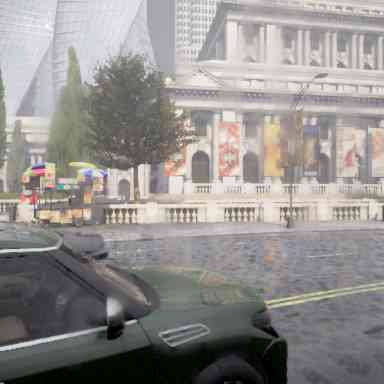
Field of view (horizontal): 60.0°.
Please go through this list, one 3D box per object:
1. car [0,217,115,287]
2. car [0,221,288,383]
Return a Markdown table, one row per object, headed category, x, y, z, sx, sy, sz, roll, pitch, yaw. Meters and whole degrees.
| category | x | y | z | sx | sy | sz | roll | pitch | yaw |
| --- | --- | --- | --- | --- | --- | --- | --- | --- | --- |
| car | -5.002 | 1.547 | 8.849 | 5.357 | 1.411 | 2.033 | 0 | 0 | -33 |
| car | -1.771 | 1.223 | 2.501 | 5.566 | 2.045 | 2.150 | 0 | 0 | -33 |
